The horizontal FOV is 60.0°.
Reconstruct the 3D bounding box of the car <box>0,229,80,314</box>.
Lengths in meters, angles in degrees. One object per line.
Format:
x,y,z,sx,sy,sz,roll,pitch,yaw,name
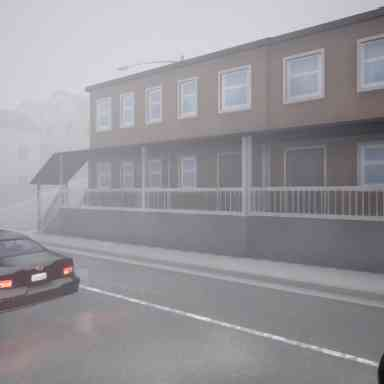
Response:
-4.737,1.547,7.343,5.357,1.411,2.033,0,0,36,car

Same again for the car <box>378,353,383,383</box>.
3.614,1.474,1.406,5.008,1.535,1.882,0,0,35,car
